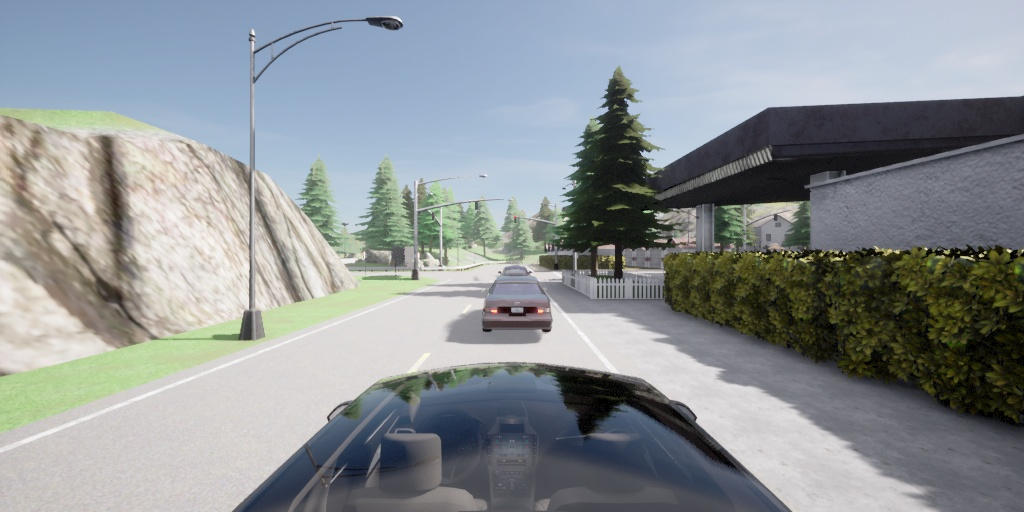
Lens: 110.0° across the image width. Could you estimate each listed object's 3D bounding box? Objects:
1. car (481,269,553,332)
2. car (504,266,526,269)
[{"bbox_3d":[0.135,1.297,10.801,2.033,1.411,5.357,0,0,0],"label":"car"},{"bbox_3d":[0.180,1.276,20.387,1.812,1.442,4.674,0,0,0],"label":"car"}]
